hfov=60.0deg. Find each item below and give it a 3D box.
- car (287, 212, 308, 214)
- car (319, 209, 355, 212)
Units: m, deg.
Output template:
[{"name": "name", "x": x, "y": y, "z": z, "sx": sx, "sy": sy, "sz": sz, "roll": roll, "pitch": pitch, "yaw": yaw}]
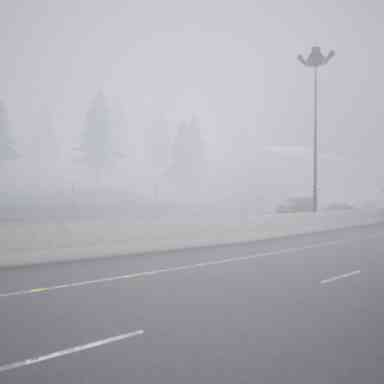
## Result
[{"name": "car", "x": 11.455, "y": 1.565, "z": 36.296, "sx": 5.566, "sy": 2.045, "sz": 2.150, "roll": 0, "pitch": 1, "yaw": -40}, {"name": "car", "x": 15.209, "y": 1.904, "z": 34.637, "sx": 5.357, "sy": 1.411, "sz": 2.033, "roll": 1, "pitch": 0, "yaw": -41}]
